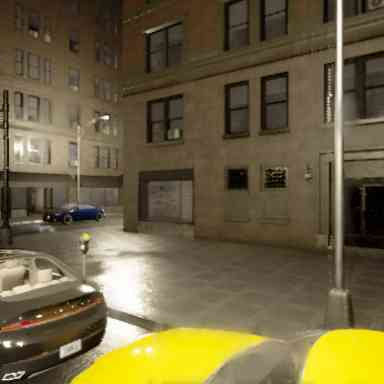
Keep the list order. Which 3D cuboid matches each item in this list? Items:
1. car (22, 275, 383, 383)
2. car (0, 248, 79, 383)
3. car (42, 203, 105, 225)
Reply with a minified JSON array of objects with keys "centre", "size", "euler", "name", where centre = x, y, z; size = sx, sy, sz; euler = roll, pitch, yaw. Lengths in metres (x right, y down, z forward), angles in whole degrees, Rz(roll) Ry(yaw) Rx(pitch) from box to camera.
[{"centre":[1.105,1.525,2.030],"size":[4.829,1.417,1.752],"euler":[0,0,36],"name":"car"},{"centre":[-3.160,1.547,5.067],"size":[4.403,1.369,2.008],"euler":[0,0,36],"name":"car"},{"centre":[-8.179,1.461,23.238],"size":[1.994,1.385,4.181],"euler":[0,0,35],"name":"car"}]
